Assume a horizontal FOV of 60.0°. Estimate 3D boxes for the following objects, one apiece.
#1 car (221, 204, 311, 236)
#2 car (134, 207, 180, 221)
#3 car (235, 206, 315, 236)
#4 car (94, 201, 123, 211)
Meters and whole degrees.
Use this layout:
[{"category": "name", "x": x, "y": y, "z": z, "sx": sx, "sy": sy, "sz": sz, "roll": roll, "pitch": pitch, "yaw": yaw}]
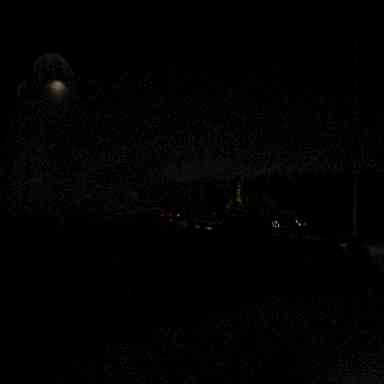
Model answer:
[{"category": "car", "x": 3.592, "y": 1.548, "z": 17.677, "sx": 2.097, "sy": 1.767, "sz": 4.553, "roll": 1, "pitch": -1, "yaw": -33}, {"category": "car", "x": -2.872, "y": 1.868, "z": 26.908, "sx": 1.895, "sy": 1.301, "sz": 4.718, "roll": 1, "pitch": -1, "yaw": -36}, {"category": "car", "x": 5.134, "y": 1.721, "z": 21.279, "sx": 1.882, "sy": 1.535, "sz": 5.008, "roll": 1, "pitch": -1, "yaw": -35}, {"category": "car", "x": -8.952, "y": 1.778, "z": 35.469, "sx": 2.128, "sy": 1.511, "sz": 4.902, "roll": 1, "pitch": 0, "yaw": -35}]
